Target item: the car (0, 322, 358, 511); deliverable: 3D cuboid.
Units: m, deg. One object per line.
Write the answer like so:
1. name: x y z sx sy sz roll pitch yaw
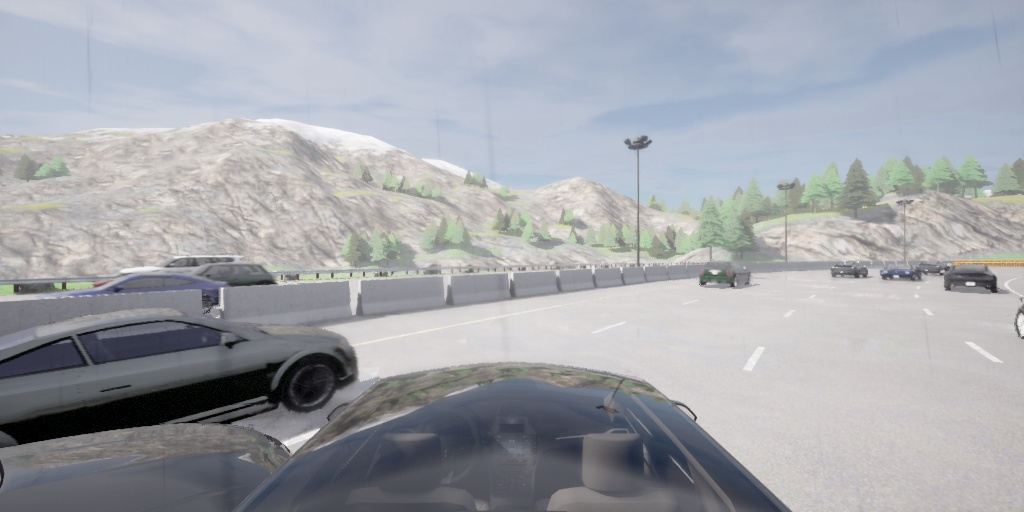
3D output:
1. car: -2.982 1.255 0.505 4.892 1.490 1.837 0 0 -45

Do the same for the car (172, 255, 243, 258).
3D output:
1. car: -18.340 0.971 20.321 2.150 2.045 5.566 0 0 39

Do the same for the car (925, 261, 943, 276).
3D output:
1. car: 43.308 1.241 36.844 4.902 1.511 2.128 0 0 -31

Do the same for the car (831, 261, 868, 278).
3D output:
1. car: 31.370 1.241 33.320 4.902 1.511 2.128 0 0 -35

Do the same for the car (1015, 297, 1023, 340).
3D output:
1. car: 11.792 1.252 6.822 1.837 1.490 4.892 0 -1 42

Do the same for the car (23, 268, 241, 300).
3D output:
1. car: -11.913 1.276 11.513 1.812 1.442 4.674 0 0 38

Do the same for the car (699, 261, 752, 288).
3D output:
1. car: 14.509 1.102 24.280 4.553 1.767 2.097 0 0 -43

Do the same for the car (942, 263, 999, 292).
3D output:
1. car: 27.000 1.256 21.191 4.892 1.490 1.837 0 0 -40

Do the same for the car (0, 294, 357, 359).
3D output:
1. car: -4.083 1.313 4.191 1.994 1.385 4.181 0 0 38

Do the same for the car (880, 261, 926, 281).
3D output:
1. car: 32.304 1.351 29.710 4.718 1.301 1.895 0 0 -35

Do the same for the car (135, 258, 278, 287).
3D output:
1. car: -13.027 1.102 15.706 2.097 1.767 4.553 0 0 39
